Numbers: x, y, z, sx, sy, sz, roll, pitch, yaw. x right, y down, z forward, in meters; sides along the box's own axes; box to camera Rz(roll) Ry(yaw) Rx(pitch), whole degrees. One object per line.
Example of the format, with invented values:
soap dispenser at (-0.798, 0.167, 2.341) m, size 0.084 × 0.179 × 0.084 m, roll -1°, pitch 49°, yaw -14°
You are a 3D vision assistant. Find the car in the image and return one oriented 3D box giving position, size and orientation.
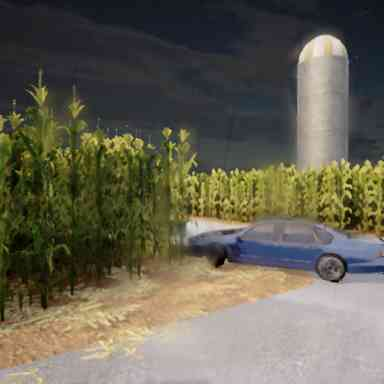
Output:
car at (2.511, 1.442, 9.399) m, size 5.357 × 1.411 × 2.033 m, roll 1°, pitch 1°, yaw 23°
